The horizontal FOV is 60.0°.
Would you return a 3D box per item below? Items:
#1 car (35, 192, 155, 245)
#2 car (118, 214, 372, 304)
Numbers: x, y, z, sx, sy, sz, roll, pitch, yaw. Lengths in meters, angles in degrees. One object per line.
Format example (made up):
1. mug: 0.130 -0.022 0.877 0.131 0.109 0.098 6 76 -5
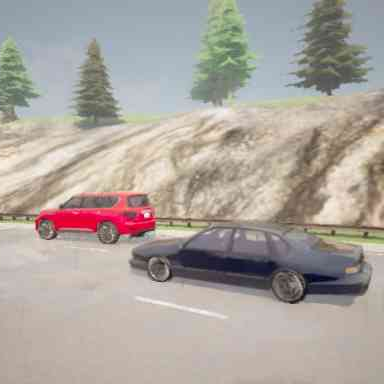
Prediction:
1. car: -4.244 1.042 14.500 5.566 2.045 2.150 0 0 25
2. car: 1.081 1.397 7.659 5.357 1.411 2.033 0 1 30
